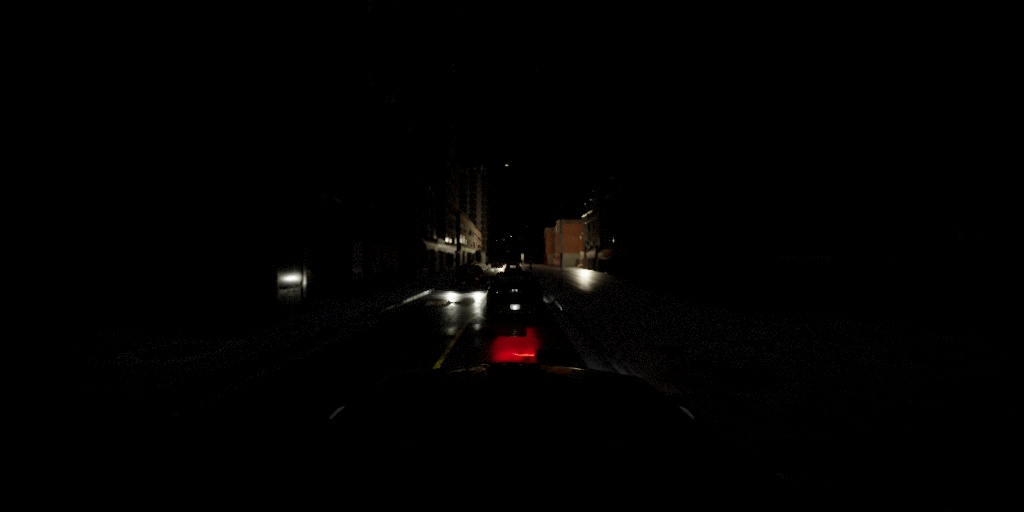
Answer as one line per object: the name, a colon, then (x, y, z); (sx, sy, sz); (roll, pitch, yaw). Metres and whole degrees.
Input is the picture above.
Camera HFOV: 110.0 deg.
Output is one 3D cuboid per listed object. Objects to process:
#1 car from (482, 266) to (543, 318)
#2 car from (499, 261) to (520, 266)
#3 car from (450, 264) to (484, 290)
car: (0.095, 1.299, 13.226); (1.837, 1.490, 4.892); (0, 0, 0)
car: (0.102, 1.465, 35.168); (2.033, 1.411, 5.357); (0, 0, 0)
car: (-2.850, 1.326, 23.768); (1.882, 1.535, 5.008); (0, 0, 0)
